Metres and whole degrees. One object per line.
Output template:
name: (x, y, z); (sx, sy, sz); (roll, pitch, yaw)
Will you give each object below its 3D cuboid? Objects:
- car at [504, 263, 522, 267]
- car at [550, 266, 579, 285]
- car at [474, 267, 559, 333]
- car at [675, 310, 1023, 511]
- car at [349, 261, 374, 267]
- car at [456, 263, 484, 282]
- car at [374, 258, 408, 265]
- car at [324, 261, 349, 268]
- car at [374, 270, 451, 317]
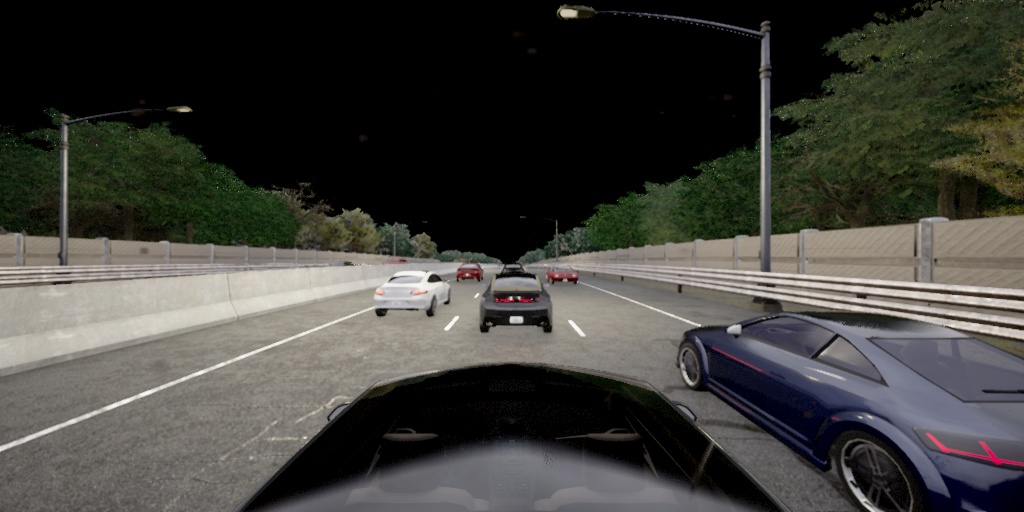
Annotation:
car: (0.102, 1.309, 28.600); (1.837, 1.490, 4.892); (0, -1, 0)
car: (3.603, 1.383, 26.520); (1.895, 1.301, 4.718); (0, -1, 0)
car: (0.101, 1.213, 10.599); (1.837, 1.490, 4.892); (0, 0, 0)
car: (3.601, 1.297, 4.047); (1.994, 1.385, 4.181); (0, 0, 0)
car: (-17.587, 1.578, 44.177); (2.033, 1.411, 5.357); (0, -1, 0)
car: (-3.395, 1.296, 29.662); (1.882, 1.535, 5.008); (0, -1, 0)
car: (-14.088, 1.234, 42.932); (2.150, 2.045, 5.566); (0, -1, 0)
car: (-21.080, 1.377, 43.870); (2.097, 1.767, 4.553); (0, -1, 0)
car: (-3.398, 1.234, 12.835); (1.812, 1.442, 4.674); (0, 0, 0)
